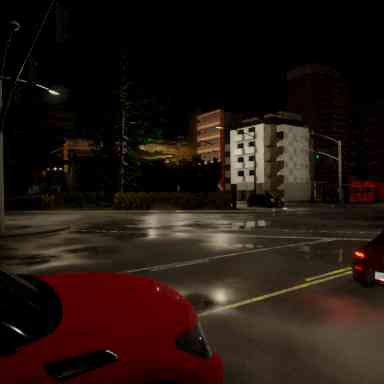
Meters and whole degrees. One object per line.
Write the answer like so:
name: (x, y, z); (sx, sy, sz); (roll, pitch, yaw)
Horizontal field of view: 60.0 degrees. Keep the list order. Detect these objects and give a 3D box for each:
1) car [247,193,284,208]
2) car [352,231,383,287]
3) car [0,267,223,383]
car: (8.616, 0.943, 39.342); (2.097, 1.767, 4.553); (-1, 1, -35)
car: (5.544, 1.433, 7.715); (4.674, 1.442, 1.812); (-1, 1, -35)
car: (-2.385, 1.220, 2.038); (5.566, 2.045, 2.150); (0, 0, -35)
